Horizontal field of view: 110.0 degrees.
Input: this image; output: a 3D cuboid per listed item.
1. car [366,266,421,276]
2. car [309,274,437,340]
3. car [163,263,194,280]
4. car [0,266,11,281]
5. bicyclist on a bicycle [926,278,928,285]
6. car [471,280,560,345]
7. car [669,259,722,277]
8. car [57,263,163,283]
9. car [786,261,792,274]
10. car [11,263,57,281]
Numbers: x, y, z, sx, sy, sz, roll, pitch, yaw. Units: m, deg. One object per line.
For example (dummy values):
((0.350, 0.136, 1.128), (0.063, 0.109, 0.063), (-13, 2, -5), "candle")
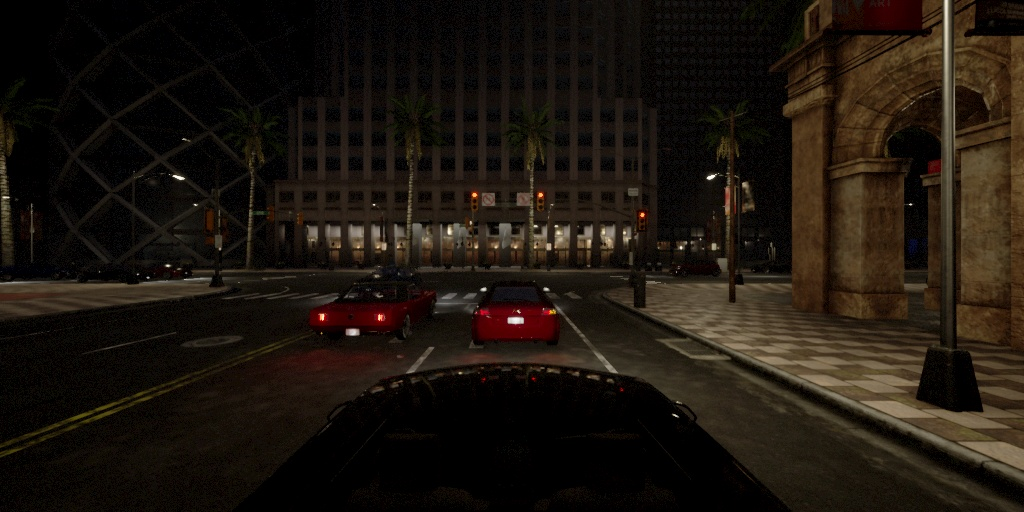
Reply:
((-6.844, 1.297, 20.451), (2.033, 1.411, 5.357), (0, 0, 8), "car")
((-3.417, 1.351, 9.939), (1.895, 1.301, 4.718), (0, 0, 0), "car")
((-30.406, 1.314, 31.122), (4.181, 1.385, 1.994), (0, 0, -5), "car")
((-39.964, 1.314, 25.601), (4.181, 1.385, 1.994), (0, 0, -23), "car")
((24.678, 1.050, 20.563), (0.582, 1.620, 1.656), (0, 0, 0), "bicyclist on a bicycle")
((0.082, 1.314, 9.476), (1.994, 1.385, 4.181), (0, 0, 0), "car")
((17.817, 1.102, 35.066), (4.553, 1.767, 2.097), (0, 0, 0), "car")
((-30.986, 1.297, 27.788), (5.357, 1.411, 2.033), (0, 0, -3), "car")
((30.250, 1.242, 35.027), (4.902, 1.511, 2.128), (0, 0, 0), "car")
((-39.057, 1.276, 29.640), (4.674, 1.442, 1.812), (0, 0, -19), "car")
